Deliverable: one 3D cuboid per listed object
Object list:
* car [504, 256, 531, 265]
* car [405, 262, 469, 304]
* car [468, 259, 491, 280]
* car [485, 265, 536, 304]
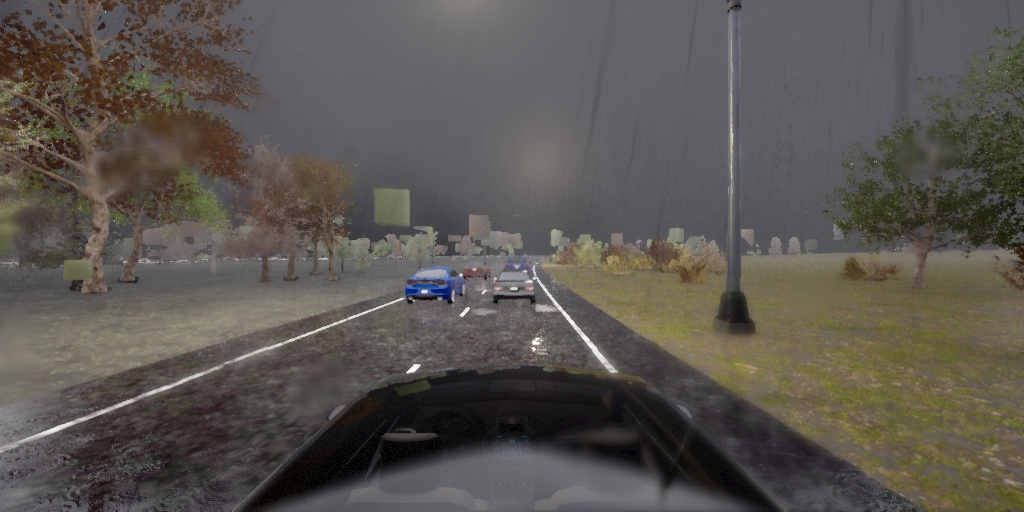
[{"bbox_3d":[0.491,1.013,31.422,2.150,2.045,5.566,0,0,2],"label":"car"},{"bbox_3d":[-3.377,1.238,16.481,1.882,1.535,5.008,0,0,1],"label":"car"},{"bbox_3d":[-3.009,1.122,31.476,2.097,1.767,4.553,0,0,2],"label":"car"},{"bbox_3d":[0.123,1.316,16.424,2.033,1.411,5.357,0,0,1],"label":"car"}]
